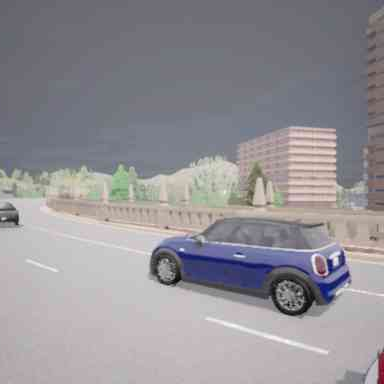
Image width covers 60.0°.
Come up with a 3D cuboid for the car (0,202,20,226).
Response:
[{"bbox_3d":[-12.511,1.364,21.357,2.128,1.511,4.902,0,0,-39],"label":"car"}]

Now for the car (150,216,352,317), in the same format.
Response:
[{"bbox_3d":[1.129,1.352,7.777,4.553,1.767,2.097,1,0,38],"label":"car"}]

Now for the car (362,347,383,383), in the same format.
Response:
[{"bbox_3d":[3.452,1.628,1.614,4.718,1.301,1.895,1,0,35],"label":"car"}]
